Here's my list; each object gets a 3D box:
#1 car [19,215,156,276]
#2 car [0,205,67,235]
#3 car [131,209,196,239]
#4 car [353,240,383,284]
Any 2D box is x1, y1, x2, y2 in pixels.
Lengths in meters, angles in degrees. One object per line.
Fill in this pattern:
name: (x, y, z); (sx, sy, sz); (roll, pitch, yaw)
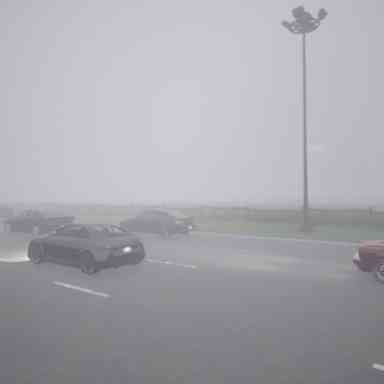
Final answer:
car: (-3.503, 1.663, 10.840); (4.181, 1.385, 1.994); (-1, 0, 36)
car: (-8.731, 1.669, 18.926); (5.008, 1.535, 1.882); (-1, 0, 36)
car: (-1.949, 1.664, 18.350); (4.674, 1.442, 1.812); (-1, 0, 36)
car: (6.504, 1.606, 7.936); (4.718, 1.301, 1.895); (-1, 0, 36)
